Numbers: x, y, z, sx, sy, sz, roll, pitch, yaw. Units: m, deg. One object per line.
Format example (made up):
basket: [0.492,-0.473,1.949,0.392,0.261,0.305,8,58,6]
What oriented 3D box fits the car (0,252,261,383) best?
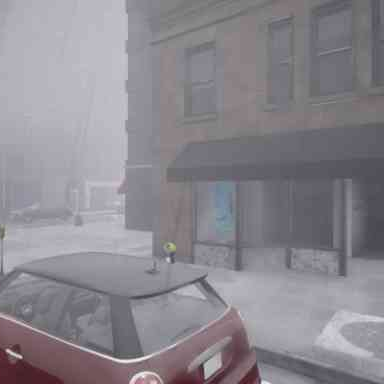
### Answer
car: [-1.405,1.440,3.851,4.097,1.590,1.967,0,0,36]

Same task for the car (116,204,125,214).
car: [-5.615,1.553,33.538,1.994,1.385,4.181,0,0,36]

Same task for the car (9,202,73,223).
car: [-11.377,1.513,25.367,1.812,1.442,4.674,0,0,37]
